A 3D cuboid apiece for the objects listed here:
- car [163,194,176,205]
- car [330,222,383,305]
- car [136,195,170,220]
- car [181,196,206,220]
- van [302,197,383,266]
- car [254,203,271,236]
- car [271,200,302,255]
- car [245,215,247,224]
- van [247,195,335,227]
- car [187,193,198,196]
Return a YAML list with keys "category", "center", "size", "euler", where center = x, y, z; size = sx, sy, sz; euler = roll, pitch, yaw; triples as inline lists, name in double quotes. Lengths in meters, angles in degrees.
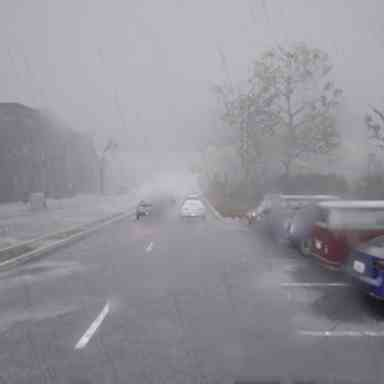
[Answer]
- category: "car"
  center: [-3.134, 0.933, 42.862]
  size: [1.994, 1.385, 4.181]
  euler: [0, 2, 0]
- category: "car"
  center: [5.570, 1.490, 6.446]
  size: [4.792, 1.488, 2.163]
  euler: [0, 0, 0]
- category: "car"
  center: [-3.142, 1.271, 25.856]
  size: [2.128, 1.511, 4.902]
  euler: [0, 1, 0]
- category: "car"
  center: [0.109, 1.310, 25.599]
  size: [1.812, 1.442, 4.674]
  euler: [0, 1, 0]
- category: "van"
  center: [5.658, 1.221, 9.198]
  size: [4.442, 1.987, 1.878]
  euler: [0, 0, 0]
- category: "car"
  center: [5.538, 1.408, 14.711]
  size: [4.892, 1.521, 2.231]
  euler: [0, 0, 0]
- category: "car"
  center: [5.511, 1.304, 12.083]
  size: [4.553, 1.767, 2.185]
  euler: [0, 0, 0]
- category: "car"
  center: [5.576, 1.222, 20.220]
  size: [4.553, 1.767, 2.185]
  euler: [0, 1, 0]
- category: "van"
  center: [5.428, 1.155, 17.467]
  size: [4.442, 1.987, 1.878]
  euler: [0, 1, 0]
- category: "car"
  center: [0.115, 0.899, 42.740]
  size: [1.812, 1.442, 4.674]
  euler: [0, 2, 0]
